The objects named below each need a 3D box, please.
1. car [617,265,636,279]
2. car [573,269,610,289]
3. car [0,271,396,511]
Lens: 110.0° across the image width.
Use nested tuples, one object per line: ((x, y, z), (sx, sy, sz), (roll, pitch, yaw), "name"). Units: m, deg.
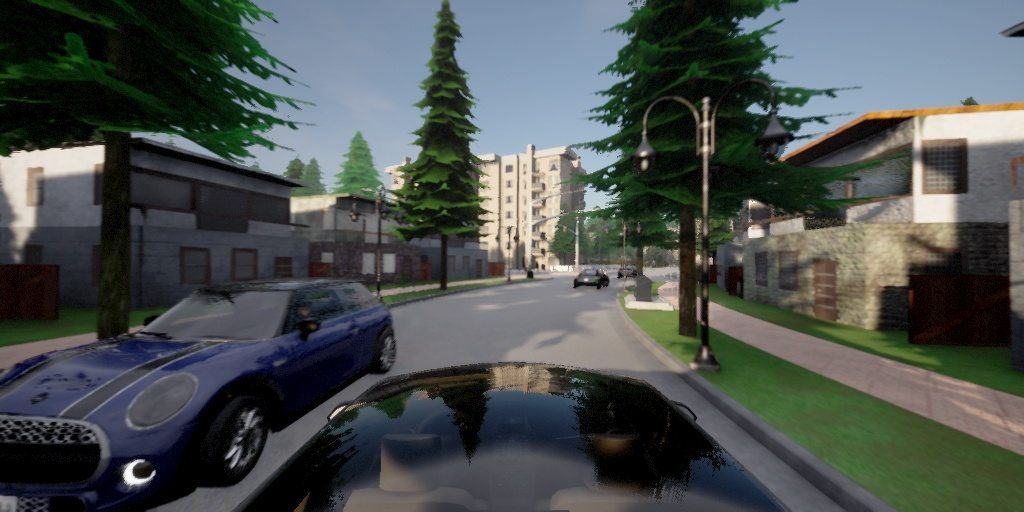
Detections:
((13.388, 1.804, 41.016), (2.128, 1.511, 4.902), (0, -1, 28), "car")
((5.918, 1.636, 26.450), (1.994, 1.385, 4.181), (0, -1, 25), "car")
((-3.281, 1.107, 4.656), (2.097, 1.767, 4.553), (1, -1, 5), "car")
